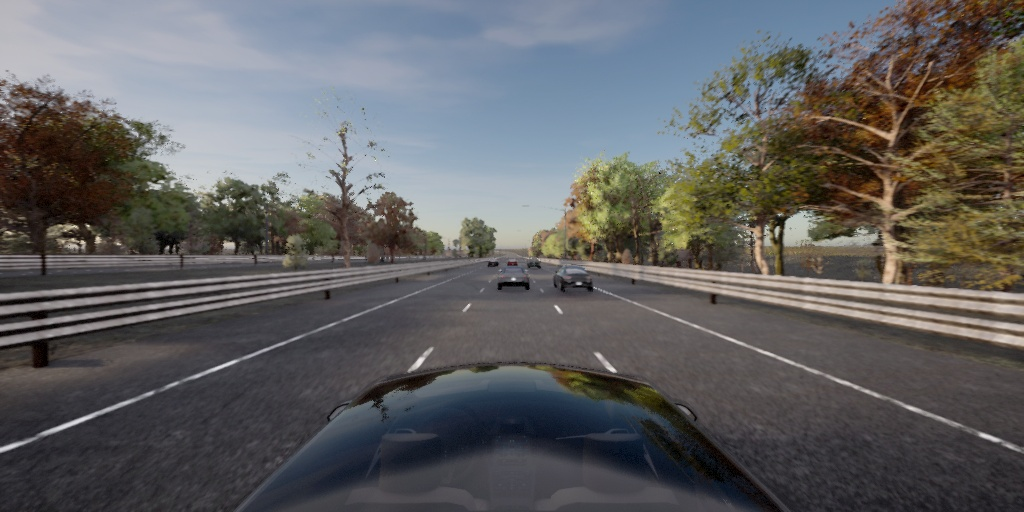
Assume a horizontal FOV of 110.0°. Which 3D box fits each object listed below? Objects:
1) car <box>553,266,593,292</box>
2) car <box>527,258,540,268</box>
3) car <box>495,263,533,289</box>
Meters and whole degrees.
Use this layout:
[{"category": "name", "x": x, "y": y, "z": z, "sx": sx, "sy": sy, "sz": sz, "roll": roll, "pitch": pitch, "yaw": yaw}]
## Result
[{"category": "car", "x": 3.598, "y": 1.299, "z": 21.563, "sx": 1.812, "sy": 1.442, "sz": 4.674, "roll": 0, "pitch": 0, "yaw": 0}, {"category": "car", "x": 3.585, "y": 1.164, "z": 61.224, "sx": 2.097, "sy": 1.767, "sz": 4.553, "roll": 0, "pitch": 0, "yaw": 0}, {"category": "car", "x": 0.094, "y": 1.339, "z": 23.297, "sx": 1.994, "sy": 1.385, "sz": 4.181, "roll": 0, "pitch": 0, "yaw": 0}]
